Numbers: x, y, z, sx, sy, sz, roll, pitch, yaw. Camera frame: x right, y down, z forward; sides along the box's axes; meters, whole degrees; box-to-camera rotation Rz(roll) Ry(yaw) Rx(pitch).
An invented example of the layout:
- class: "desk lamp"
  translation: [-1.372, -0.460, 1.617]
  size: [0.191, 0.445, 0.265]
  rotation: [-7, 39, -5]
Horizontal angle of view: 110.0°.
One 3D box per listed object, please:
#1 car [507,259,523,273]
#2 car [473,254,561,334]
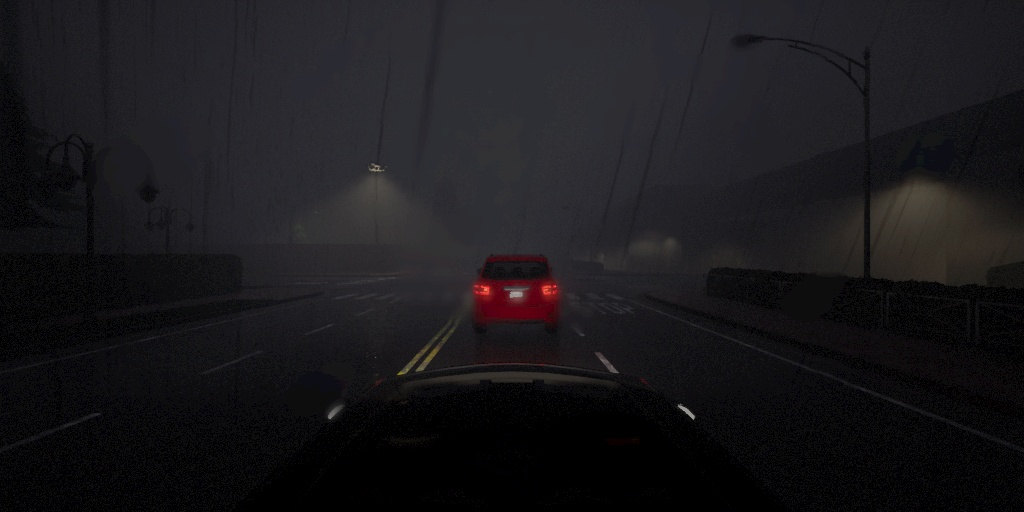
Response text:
- class: "car"
  translation: [0.368, 1.228, 45.650]
  size: [1.882, 1.535, 5.008]
  rotation: [0, 0, 1]
- class: "car"
  translation: [0.124, 0.971, 10.800]
  size: [2.150, 2.045, 5.566]
  rotation: [0, 0, 0]
